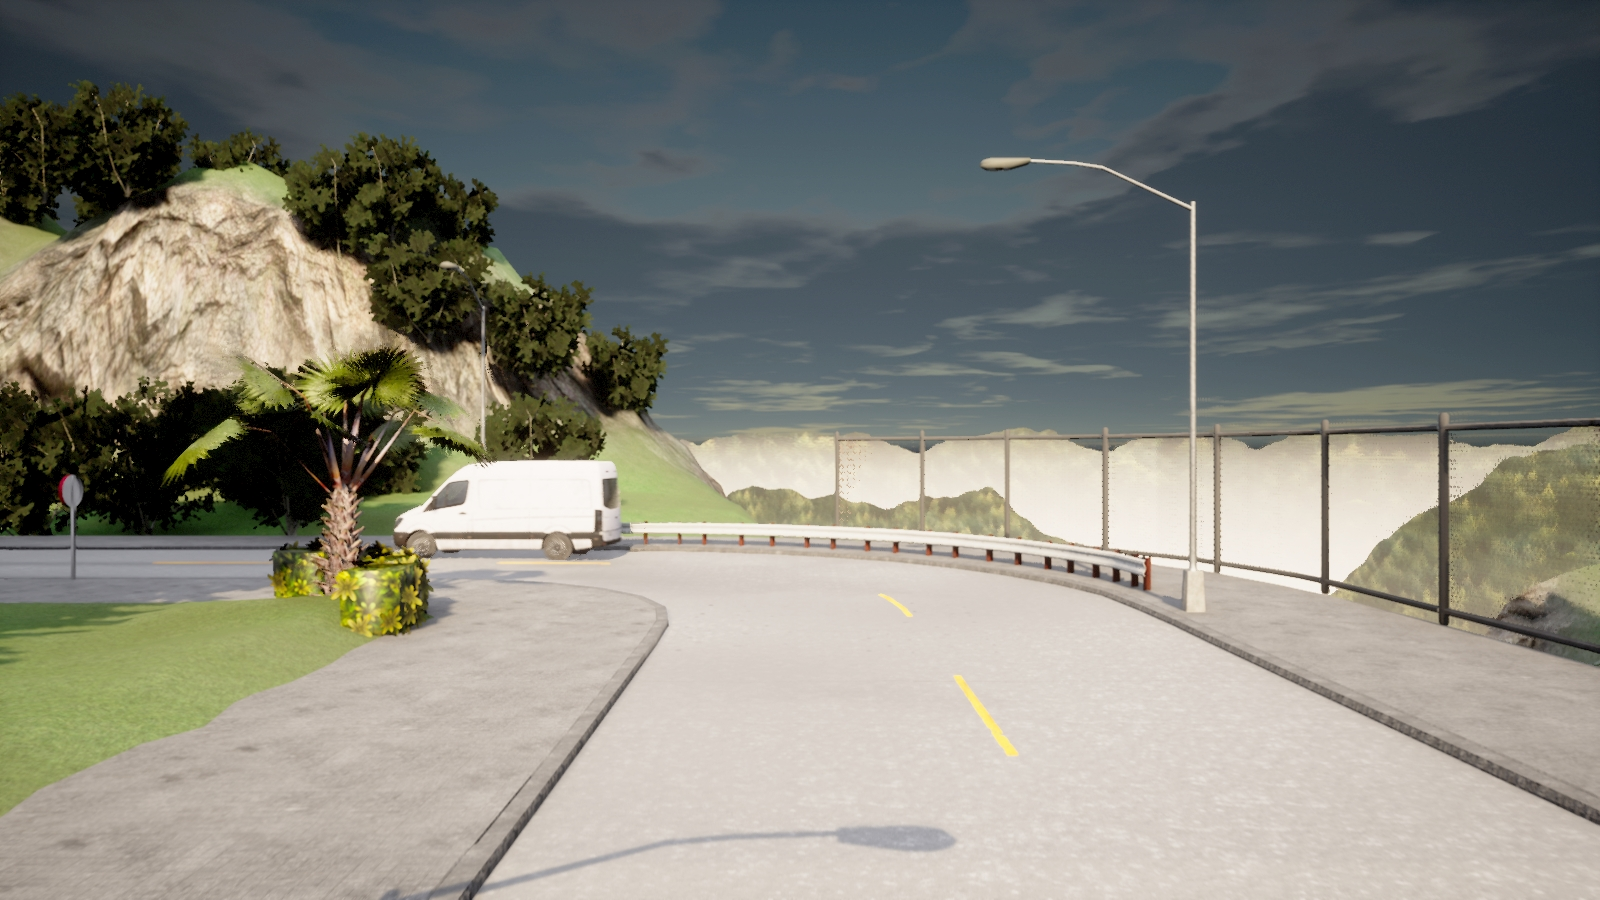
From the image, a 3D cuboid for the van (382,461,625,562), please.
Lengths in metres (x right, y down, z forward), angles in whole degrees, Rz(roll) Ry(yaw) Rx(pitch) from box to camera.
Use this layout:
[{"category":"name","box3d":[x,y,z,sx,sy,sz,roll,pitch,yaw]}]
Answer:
[{"category":"van","box3d":[-7.796,1.567,30.332,5.915,2.561,1.988,0,0,7]}]
